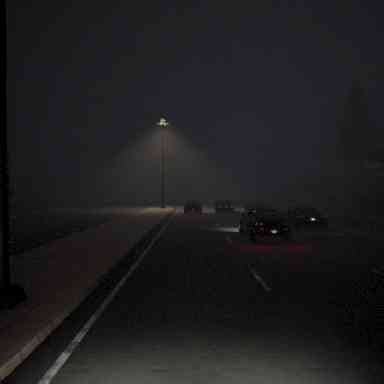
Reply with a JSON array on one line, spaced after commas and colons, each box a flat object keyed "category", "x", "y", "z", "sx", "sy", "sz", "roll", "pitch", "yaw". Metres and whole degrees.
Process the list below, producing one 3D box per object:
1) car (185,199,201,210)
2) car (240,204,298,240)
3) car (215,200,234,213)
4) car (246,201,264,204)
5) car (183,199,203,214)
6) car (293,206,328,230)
[{"category": "car", "x": 0.096, "y": 1.616, "z": 43.942, "sx": 1.994, "sy": 1.385, "sz": 4.181, "roll": 0, "pitch": 0, "yaw": 0}, {"category": "car", "x": 3.601, "y": 1.546, "z": 16.886, "sx": 1.812, "sy": 1.442, "sz": 4.674, "roll": 0, "pitch": 0, "yaw": 0}, {"category": "car", "x": 3.600, "y": 1.592, "z": 37.552, "sx": 2.033, "sy": 1.411, "sz": 5.357, "roll": 0, "pitch": 0, "yaw": 0}, {"category": "car", "x": 7.099, "y": 1.645, "z": 37.694, "sx": 1.895, "sy": 1.301, "sz": 4.718, "roll": 0, "pitch": 0, "yaw": 0}, {"category": "car", "x": 0.094, "y": 1.567, "z": 35.159, "sx": 1.812, "sy": 1.442, "sz": 4.674, "roll": 0, "pitch": 0, "yaw": 0}, {"category": "car", "x": 7.100, "y": 1.589, "z": 21.506, "sx": 1.994, "sy": 1.385, "sz": 4.181, "roll": 0, "pitch": 0, "yaw": 0}]
